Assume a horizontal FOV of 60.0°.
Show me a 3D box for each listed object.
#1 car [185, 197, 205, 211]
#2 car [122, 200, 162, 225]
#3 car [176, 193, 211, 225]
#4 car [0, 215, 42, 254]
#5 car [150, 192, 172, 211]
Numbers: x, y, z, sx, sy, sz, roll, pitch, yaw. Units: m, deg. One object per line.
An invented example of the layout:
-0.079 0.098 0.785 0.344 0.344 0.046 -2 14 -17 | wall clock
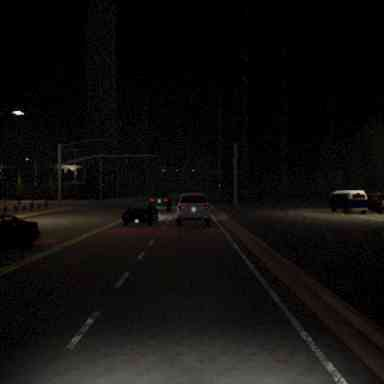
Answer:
0.411 1.358 38.822 1.994 1.385 4.181 0 1 5 | car
-3.398 1.483 22.674 1.895 1.301 4.718 0 0 0 | car
0.103 1.102 22.811 2.150 2.045 5.566 0 0 0 | car
-7.020 1.490 11.124 2.033 1.411 5.357 0 0 0 | car
-3.468 1.027 37.095 2.150 2.045 5.566 0 0 -1 | car
